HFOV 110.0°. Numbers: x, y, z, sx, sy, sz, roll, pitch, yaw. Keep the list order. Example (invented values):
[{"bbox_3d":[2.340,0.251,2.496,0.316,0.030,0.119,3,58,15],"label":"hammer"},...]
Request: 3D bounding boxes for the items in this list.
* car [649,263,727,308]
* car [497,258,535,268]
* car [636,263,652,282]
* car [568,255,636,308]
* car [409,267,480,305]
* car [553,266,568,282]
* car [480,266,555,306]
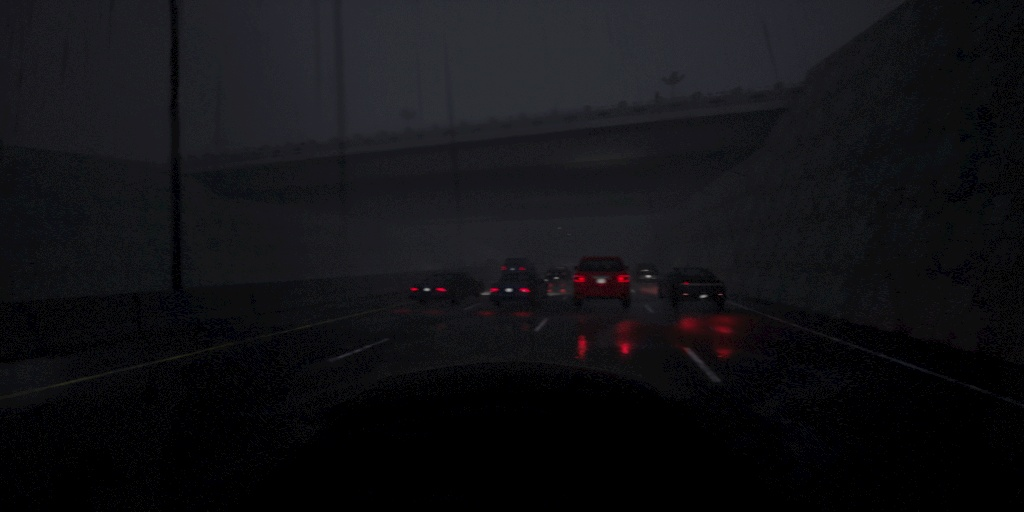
[{"bbox_3d":[7.355,1.226,15.044,2.128,1.511,4.902,-1,0,14],"label":"car"},{"bbox_3d":[0.694,1.165,31.864,2.150,2.045,5.566,-1,0,14],"label":"car"},{"bbox_3d":[10.962,1.289,29.619,1.837,1.490,4.892,-1,0,14],"label":"car"},{"bbox_3d":[3.886,1.005,15.621,2.150,2.045,5.566,-1,0,14],"label":"car"},{"bbox_3d":[-2.912,1.448,17.266,2.033,1.411,5.357,-1,0,14],"label":"car"},{"bbox_3d":[4.117,1.493,31.099,1.895,1.301,4.718,-1,0,14],"label":"car"},{"bbox_3d":[0.485,1.392,16.425,2.033,1.411,5.357,-1,0,14],"label":"car"}]
